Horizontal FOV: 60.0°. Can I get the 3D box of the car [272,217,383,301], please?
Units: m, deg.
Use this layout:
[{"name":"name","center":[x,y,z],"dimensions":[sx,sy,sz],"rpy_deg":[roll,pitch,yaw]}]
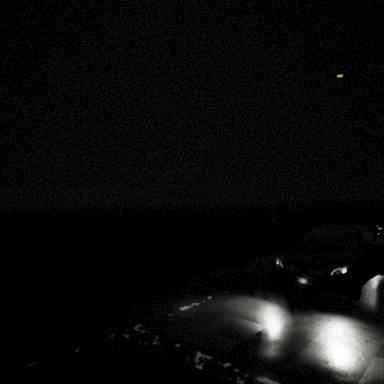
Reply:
[{"name":"car","center":[3.841,1.581,8.731],"dimensions":[1.812,1.442,4.674],"rpy_deg":[-1,-1,41]}]
